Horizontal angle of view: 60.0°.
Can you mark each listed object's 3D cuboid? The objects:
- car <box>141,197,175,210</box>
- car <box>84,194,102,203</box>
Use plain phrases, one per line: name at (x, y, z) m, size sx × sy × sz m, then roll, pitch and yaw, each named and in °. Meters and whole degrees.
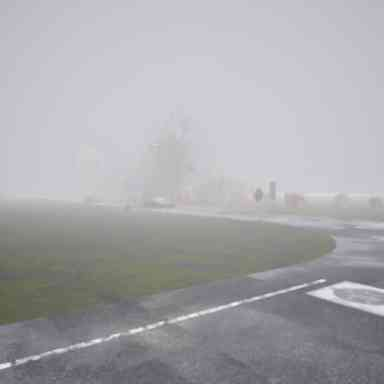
car at (-4.142, 1.307, 39.259) m, size 2.033 × 1.411 × 5.357 m, roll 0°, pitch 1°, yaw -36°
car at (-16.939, 1.114, 56.739) m, size 2.128 × 1.511 × 4.902 m, roll 0°, pitch 1°, yaw -36°
